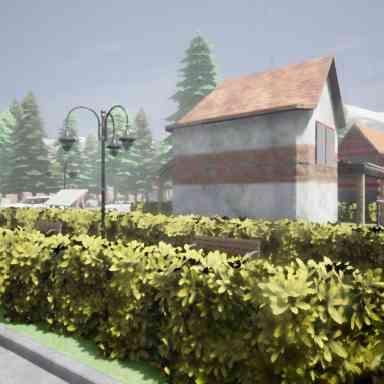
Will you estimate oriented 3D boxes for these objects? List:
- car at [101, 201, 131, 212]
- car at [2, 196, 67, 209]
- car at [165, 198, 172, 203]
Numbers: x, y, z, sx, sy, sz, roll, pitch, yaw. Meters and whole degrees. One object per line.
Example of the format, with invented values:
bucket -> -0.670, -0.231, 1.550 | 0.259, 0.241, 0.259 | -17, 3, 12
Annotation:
car -> -7.965, 1.688, 37.054 | 1.812, 1.442, 4.674 | 0, 0, 37
car -> -13.702, 1.383, 29.114 | 2.150, 2.045, 5.566 | 0, 0, 36
car -> -1.411, 1.383, 45.545 | 2.150, 2.045, 5.566 | 0, 0, 40
